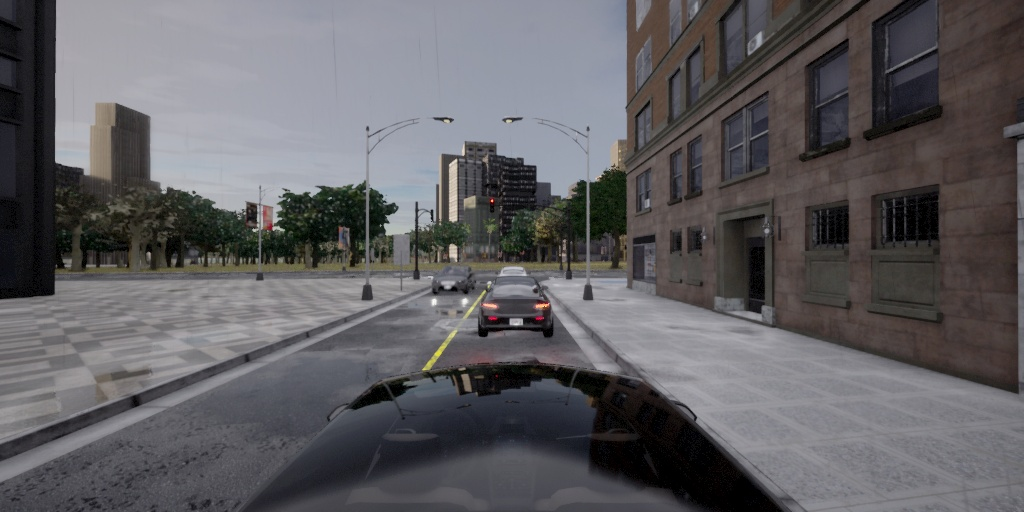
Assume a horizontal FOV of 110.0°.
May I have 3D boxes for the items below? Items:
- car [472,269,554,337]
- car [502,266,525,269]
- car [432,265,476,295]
[{"bbox_3d":[0.083,1.276,10.148,1.812,1.442,4.674,0,0,0],"label":"car"},{"bbox_3d":[0.064,1.276,19.208,1.812,1.442,4.674,0,0,0],"label":"car"},{"bbox_3d":[-3.070,1.243,19.699,2.128,1.511,4.902,0,0,0],"label":"car"}]
